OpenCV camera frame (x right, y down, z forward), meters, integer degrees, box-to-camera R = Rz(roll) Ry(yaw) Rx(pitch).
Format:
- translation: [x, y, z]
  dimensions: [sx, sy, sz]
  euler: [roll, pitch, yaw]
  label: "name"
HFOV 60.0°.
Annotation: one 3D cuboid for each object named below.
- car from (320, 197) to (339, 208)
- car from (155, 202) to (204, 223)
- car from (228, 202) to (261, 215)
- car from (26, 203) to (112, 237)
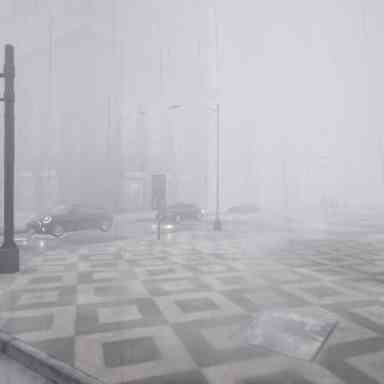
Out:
- translation: [22.144, 1.641, 53.451]
  dimensions: [2.097, 1.767, 4.553]
  euler: [0, 0, 35]
  label: "car"
- translation: [-0.933, 1.614, 26.795]
  dimensions: [1.837, 1.490, 4.892]
  euler: [0, 0, 36]
  label: "car"
- translation: [5.738, 1.762, 36.078]
  dimensions: [1.895, 1.301, 4.718]
  euler: [0, 0, 36]
  label: "car"
- translation: [-6.792, 1.415, 18.679]
  dimensions: [2.097, 1.767, 4.553]
  euler: [0, 0, 37]
  label: "car"
